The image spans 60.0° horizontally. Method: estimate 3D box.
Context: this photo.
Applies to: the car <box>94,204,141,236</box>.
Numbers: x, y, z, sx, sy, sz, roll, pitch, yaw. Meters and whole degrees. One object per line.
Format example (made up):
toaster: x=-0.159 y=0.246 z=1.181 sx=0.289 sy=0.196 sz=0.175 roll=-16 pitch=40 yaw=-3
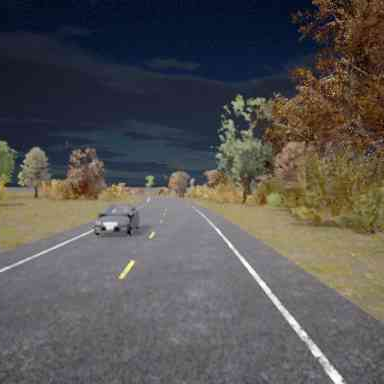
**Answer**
car: x=-3.913 y=1.411 z=18.018 sx=2.128 sy=1.511 sz=4.902 roll=0 pitch=0 yaw=-2
